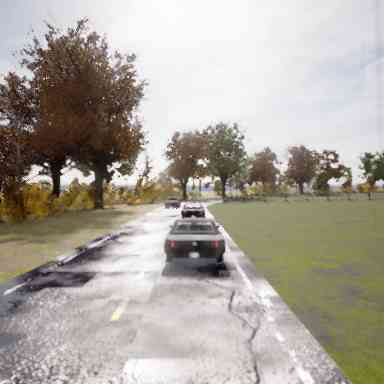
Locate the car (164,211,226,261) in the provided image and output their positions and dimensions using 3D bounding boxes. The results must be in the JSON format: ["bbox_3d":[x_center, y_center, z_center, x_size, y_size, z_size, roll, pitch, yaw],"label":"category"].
[{"bbox_3d":[0.089,1.590,12.129,1.895,1.301,4.718,0,0,0],"label":"car"}]

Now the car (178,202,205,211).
[{"bbox_3d":[0.100,1.559,27.405,1.895,1.301,4.718,0,0,0],"label":"car"}]

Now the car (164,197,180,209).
[{"bbox_3d":[-2.598,1.376,44.656,1.882,1.535,5.008,0,0,3],"label":"car"}]
